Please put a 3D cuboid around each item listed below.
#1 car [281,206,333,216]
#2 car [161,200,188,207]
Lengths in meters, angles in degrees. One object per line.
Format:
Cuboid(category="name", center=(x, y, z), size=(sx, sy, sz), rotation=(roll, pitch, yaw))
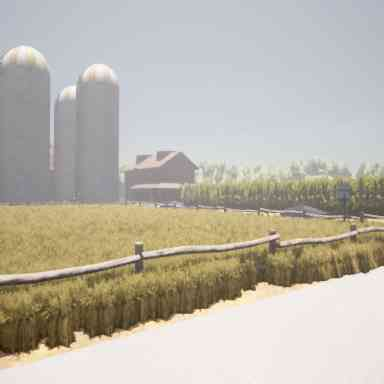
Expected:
Cuboid(category="car", center=(9.018, 1.779, 26.303), size=(1.994, 1.385, 4.181), rotation=(1, -1, -36))
Cuboid(category="car", center=(-2.310, 1.799, 42.155), size=(1.812, 1.442, 4.674), rotation=(1, 0, -35))
